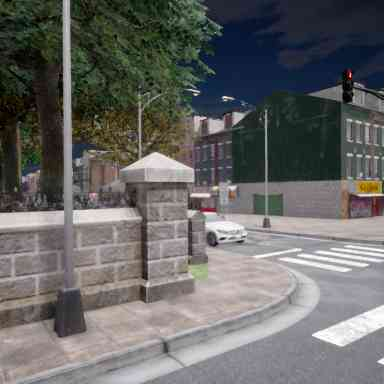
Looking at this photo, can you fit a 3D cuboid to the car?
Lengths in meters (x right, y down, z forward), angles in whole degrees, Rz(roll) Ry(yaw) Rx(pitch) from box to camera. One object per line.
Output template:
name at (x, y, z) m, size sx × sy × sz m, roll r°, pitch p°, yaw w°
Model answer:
car at (0.674, 1.720, 16.489) m, size 1.812 × 1.442 × 4.674 m, roll -1°, pitch 0°, yaw -36°
